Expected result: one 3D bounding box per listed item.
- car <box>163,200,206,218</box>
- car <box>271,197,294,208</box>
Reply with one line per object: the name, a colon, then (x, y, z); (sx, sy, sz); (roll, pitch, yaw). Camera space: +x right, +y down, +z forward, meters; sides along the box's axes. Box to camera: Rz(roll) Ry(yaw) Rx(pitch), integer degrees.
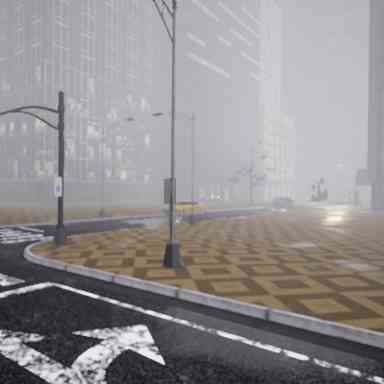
car: (-0.645, 1.492, 31.191); (1.882, 1.535, 5.008); (1, 0, 37)
car: (13.545, 1.475, 49.821); (2.097, 1.767, 4.553); (1, 0, 38)
